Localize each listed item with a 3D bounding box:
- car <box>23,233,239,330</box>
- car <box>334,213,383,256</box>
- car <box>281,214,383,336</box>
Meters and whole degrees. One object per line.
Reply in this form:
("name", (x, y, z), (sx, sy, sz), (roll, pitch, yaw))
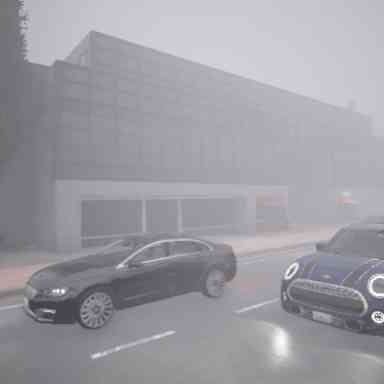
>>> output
("car", (-1.083, 1.739, 7.555), (4.902, 1.511, 2.128), (0, -2, -38))
("car", (8.688, 1.794, 15.178), (4.892, 1.490, 1.837), (0, -2, -38))
("car", (3.859, 1.494, 6.995), (4.553, 1.767, 2.097), (0, -2, -40))
